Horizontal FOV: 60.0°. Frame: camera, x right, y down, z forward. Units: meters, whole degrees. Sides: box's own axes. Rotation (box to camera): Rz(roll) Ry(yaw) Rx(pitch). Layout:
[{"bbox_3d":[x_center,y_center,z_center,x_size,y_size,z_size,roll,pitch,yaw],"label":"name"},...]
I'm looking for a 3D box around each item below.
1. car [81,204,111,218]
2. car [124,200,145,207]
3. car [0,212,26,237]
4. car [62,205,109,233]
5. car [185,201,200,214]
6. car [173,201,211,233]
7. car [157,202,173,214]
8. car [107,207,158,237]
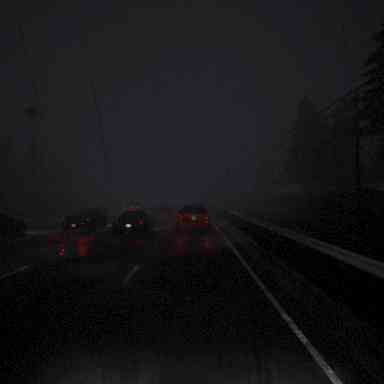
[{"bbox_3d":[-10.399,2.032,36.281,1.895,1.301,4.718,0,-1,0],"label":"car"},{"bbox_3d":[-6.898,1.826,40.003,2.097,1.767,4.553,0,-1,0],"label":"car"},{"bbox_3d":[-10.400,1.730,17.140,1.812,1.442,4.674,0,0,0],"label":"car"},{"bbox_3d":[-6.898,1.784,21.682,1.812,1.442,4.674,0,-1,0],"label":"car"},{"bbox_3d":[0.103,2.006,44.639,1.882,1.535,5.008,0,0,0],"label":"car"},{"bbox_3d":[0.101,1.612,21.972,2.097,1.767,4.553,0,-1,0],"label":"car"},{"bbox_3d":[-3.397,2.002,41.827,1.837,1.490,4.892,0,0,0],"label":"car"},{"bbox_3d":[-3.399,1.800,19.817,1.994,1.385,4.181,0,-1,0],"label":"car"}]
